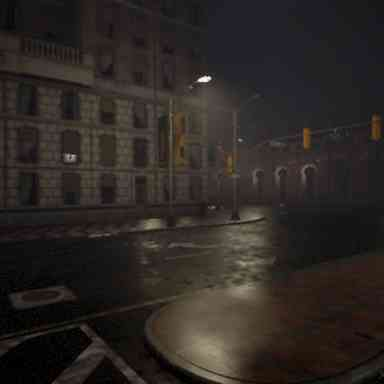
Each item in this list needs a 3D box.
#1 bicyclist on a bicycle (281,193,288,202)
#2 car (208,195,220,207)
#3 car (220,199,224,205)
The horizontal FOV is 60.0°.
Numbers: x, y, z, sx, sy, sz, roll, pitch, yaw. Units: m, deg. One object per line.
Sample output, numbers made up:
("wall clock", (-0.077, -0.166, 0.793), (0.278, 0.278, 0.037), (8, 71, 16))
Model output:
("bicyclist on a bicycle", (15.716, 0.942, 56.573), (1.656, 1.620, 0.582), (-1, 1, -36))
("car", (1.013, 1.329, 46.243), (2.033, 1.411, 5.357), (-1, 0, -36))
("car", (2.684, 1.260, 49.937), (1.837, 1.490, 4.892), (-1, 0, -35))
